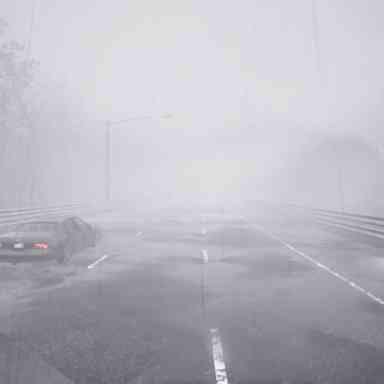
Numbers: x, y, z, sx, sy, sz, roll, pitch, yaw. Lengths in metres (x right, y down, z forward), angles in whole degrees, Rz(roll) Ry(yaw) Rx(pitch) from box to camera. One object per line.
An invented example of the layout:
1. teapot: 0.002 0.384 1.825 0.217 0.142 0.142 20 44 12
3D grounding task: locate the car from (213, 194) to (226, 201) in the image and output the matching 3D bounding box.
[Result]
1. car: 7.354 1.443 86.168 2.097 1.767 4.553 0 0 7

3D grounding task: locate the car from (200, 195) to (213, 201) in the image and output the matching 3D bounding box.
1. car: 3.791 1.683 85.812 1.895 1.301 4.718 0 0 7

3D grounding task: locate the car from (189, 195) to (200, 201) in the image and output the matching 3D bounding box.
1. car: 0.261 1.628 85.745 2.033 1.411 5.357 0 0 7

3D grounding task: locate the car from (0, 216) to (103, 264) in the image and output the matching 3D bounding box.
1. car: -4.772 1.553 11.785 2.033 1.411 5.357 0 0 1
